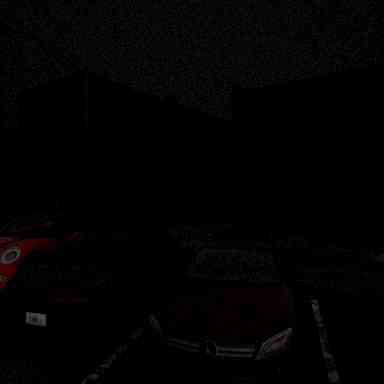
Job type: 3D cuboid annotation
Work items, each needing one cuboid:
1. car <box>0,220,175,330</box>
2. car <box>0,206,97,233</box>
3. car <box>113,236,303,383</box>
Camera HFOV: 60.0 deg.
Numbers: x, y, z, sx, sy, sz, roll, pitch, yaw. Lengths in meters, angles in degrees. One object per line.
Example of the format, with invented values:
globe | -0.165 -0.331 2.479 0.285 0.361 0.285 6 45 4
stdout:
car | -1.674 1.516 7.258 2.163 1.488 4.792 1 -1 16
car | -4.093 1.363 9.067 2.185 1.767 4.553 1 -1 16
car | 0.775 1.526 5.539 2.002 1.452 4.674 1 -1 16
